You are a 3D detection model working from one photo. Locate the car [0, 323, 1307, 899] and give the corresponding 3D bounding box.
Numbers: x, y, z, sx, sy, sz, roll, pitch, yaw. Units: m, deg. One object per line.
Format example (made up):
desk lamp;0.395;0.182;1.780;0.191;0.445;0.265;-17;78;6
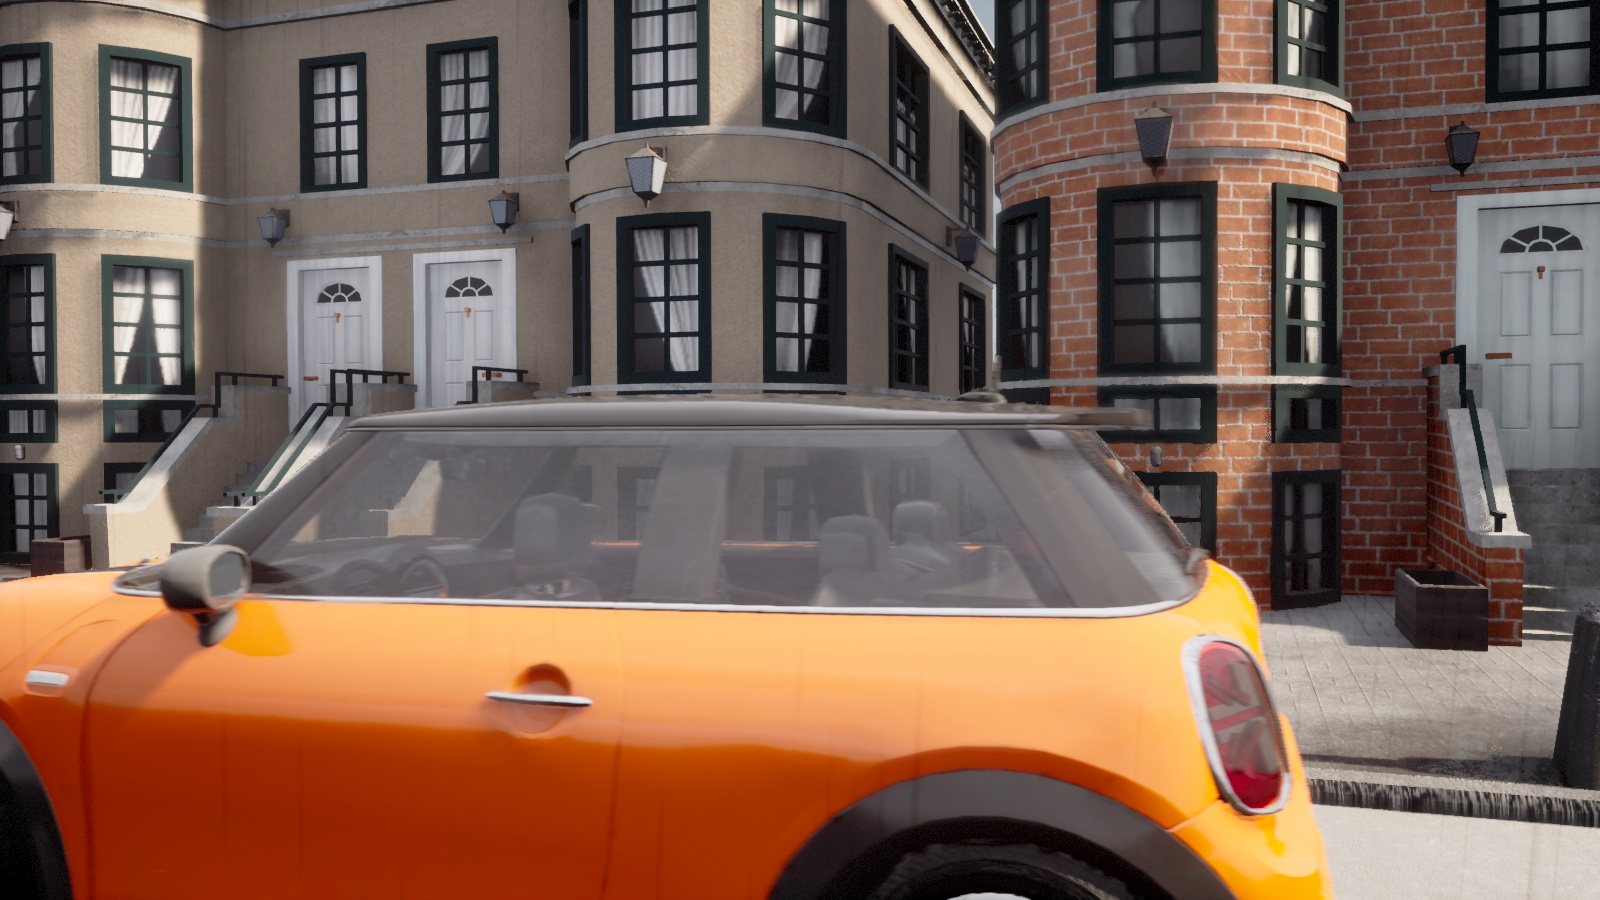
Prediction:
car;-0.903;0.617;4.021;4.553;1.767;2.097;1;1;19
